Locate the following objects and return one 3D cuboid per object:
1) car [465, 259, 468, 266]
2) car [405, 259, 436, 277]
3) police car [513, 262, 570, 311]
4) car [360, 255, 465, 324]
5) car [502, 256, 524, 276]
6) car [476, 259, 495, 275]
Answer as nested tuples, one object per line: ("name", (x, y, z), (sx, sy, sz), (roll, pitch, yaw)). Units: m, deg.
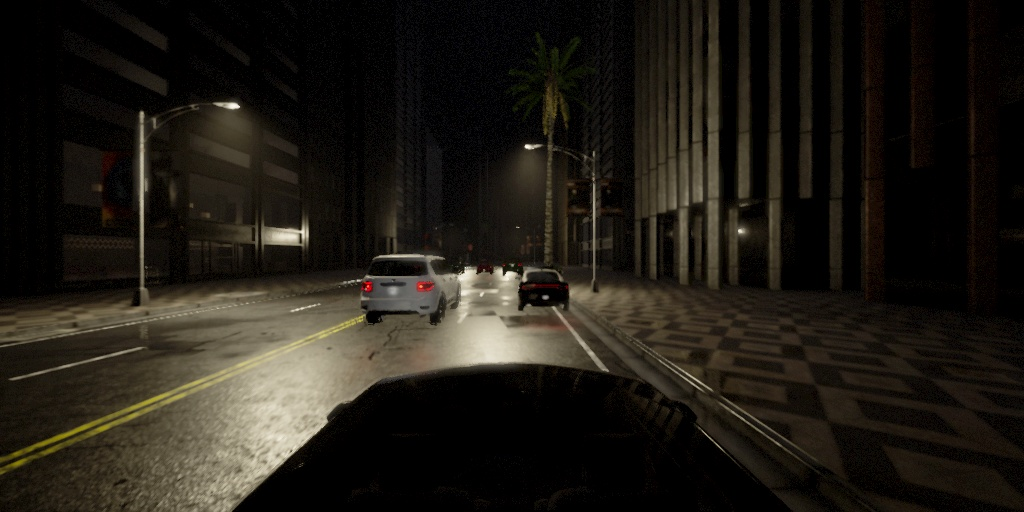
("car", (-6.555, 1.081, 39.384), (2.150, 2.045, 5.566), (0, 0, 0))
("car", (-9.804, 1.211, 38.723), (2.097, 1.767, 4.553), (0, 0, 0))
("police car", (1.149, 1.209, 14.865), (1.930, 1.638, 5.238), (0, 0, 0))
("car", (-3.142, 0.997, 12.179), (2.150, 2.045, 5.566), (0, 0, 0))
("car", (0.075, 1.077, 38.860), (2.150, 2.045, 5.566), (0, 0, 1))
("car", (-3.112, 1.395, 42.124), (1.812, 1.442, 4.674), (0, 0, 0))
